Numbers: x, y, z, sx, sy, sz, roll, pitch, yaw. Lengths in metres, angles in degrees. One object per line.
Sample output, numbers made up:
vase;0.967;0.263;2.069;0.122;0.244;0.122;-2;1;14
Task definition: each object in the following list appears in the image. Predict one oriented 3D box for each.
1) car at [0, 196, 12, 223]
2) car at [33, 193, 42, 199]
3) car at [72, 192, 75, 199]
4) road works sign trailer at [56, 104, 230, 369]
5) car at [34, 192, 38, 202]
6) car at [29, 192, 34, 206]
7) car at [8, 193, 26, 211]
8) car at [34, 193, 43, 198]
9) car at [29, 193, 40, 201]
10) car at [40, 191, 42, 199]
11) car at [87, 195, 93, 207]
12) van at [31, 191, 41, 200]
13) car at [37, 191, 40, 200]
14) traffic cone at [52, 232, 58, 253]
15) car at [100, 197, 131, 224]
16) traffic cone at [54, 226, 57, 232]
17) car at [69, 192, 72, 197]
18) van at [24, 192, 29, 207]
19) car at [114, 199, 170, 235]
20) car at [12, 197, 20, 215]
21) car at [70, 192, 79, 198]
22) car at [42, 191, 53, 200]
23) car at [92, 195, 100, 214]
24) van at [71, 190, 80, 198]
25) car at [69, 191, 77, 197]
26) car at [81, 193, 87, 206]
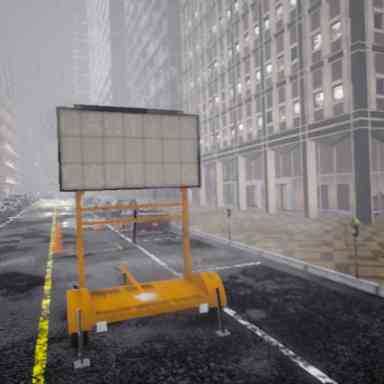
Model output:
car;-14.357;1.350;23.665;1.967;1.590;4.097;-1;1;-22
car;-37.212;0.907;80.053;1.752;1.417;4.829;-1;1;-22
car;-21.230;0.866;62.868;1.802;1.307;4.206;-1;1;-22
road works sign trailer;-1.028;0.359;5.815;2.380;3.560;2.880;-2;1;-22
car;-26.874;1.174;54.503;2.008;1.369;4.403;-1;1;-22
car;-22.704;1.034;44.221;2.192;1.841;5.009;-1;1;-22
car;-18.530;1.255;33.945;1.967;1.590;4.097;-1;1;-22
car;-39.361;0.913;85.350;1.802;1.307;4.206;-1;1;-22
car;-33.079;1.006;69.758;1.752;1.417;4.829;-1;1;-22
car;-31.052;0.843;64.777;2.192;1.841;5.009;-1;1;-22
car;-8.710;1.116;32.025;1.887;1.381;4.507;-1;1;-22
van;-35.198;0.771;75.067;1.690;1.788;3.998;-1;1;-22
car;-28.962;1.016;59.641;1.967;1.590;4.097;-1;1;-22
traffic cone;-4.797;1.835;11.852;0.340;0.580;0.340;-2;1;-22
car;-4.538;1.106;21.742;1.967;1.590;4.097;-1;1;-22
traffic cone;-5.550;1.818;13.705;0.340;0.580;0.340;-2;1;-22
car;-25.406;0.628;73.146;1.967;1.590;4.097;-1;1;-22
van;-20.617;1.108;39.083;1.690;1.788;3.998;-1;1;-22
car;-2.450;1.257;16.604;1.887;1.381;4.507;-1;1;-22
car;-16.443;1.407;28.807;1.887;1.381;4.507;-1;1;-22
car;-29.578;0.656;83.429;1.947;1.339;4.313;-1;1;-22
car;-32.059;0.831;74.377;1.882;1.535;5.008;-2;1;-22
car;-6.623;1.163;26.885;1.887;1.381;4.507;-1;1;-22
van;-27.493;0.480;78.285;1.690;1.788;3.998;-1;1;-22
car;-31.666;0.481;88.567;1.967;1.590;4.097;-1;1;-22
car;-12.884;1.026;42.306;2.008;1.369;4.403;-1;1;-22
